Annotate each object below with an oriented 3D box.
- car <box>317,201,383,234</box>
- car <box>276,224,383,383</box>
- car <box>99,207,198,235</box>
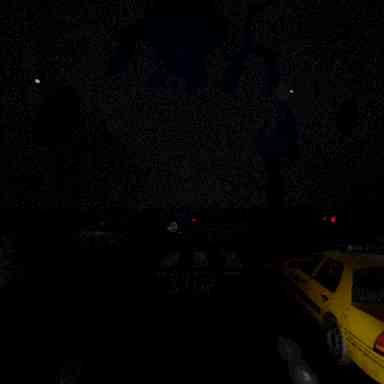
[{"bbox_3d":[8.299,1.262,15.492,4.553,1.767,2.097,0,0,0],"label":"car"},{"bbox_3d":[2.647,1.529,5.570,1.752,1.417,4.829,0,0,0],"label":"car"},{"bbox_3d":[-2.337,1.556,18.527,5.357,1.411,2.033,-1,0,0],"label":"car"}]
